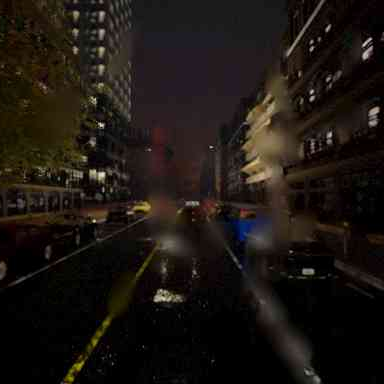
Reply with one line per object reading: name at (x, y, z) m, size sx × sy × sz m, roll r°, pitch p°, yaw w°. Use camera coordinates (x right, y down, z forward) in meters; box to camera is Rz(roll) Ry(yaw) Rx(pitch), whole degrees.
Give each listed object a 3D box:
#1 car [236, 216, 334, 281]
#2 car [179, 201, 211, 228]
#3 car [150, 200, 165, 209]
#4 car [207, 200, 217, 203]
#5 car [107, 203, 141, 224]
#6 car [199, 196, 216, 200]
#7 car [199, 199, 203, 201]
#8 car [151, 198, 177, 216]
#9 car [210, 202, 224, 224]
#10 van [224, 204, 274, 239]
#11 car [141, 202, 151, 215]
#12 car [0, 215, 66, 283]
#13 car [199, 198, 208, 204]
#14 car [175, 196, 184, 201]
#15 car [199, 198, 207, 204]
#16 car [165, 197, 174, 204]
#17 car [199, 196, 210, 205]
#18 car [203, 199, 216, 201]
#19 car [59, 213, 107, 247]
car at (2.700, 1.631, 9.898) m, size 2.008 × 1.369 × 4.403 m, roll 1°, pitch 0°, yaw 0°
car at (0.099, 1.668, 23.924) m, size 1.882 × 1.535 × 5.008 m, roll 0°, pitch 0°, yaw 0°
car at (-5.682, 1.981, 55.184) m, size 2.008 × 1.369 × 4.403 m, roll 1°, pitch 0°, yaw 0°
car at (2.711, 1.783, 32.693) m, size 1.752 × 1.417 × 4.829 m, roll 1°, pitch 0°, yaw 0°
car at (-5.681, 1.765, 26.904) m, size 2.008 × 1.369 × 4.403 m, roll 1°, pitch 0°, yaw 0°
car at (2.669, 1.702, 49.493) m, size 2.192 × 1.841 × 5.009 m, roll 1°, pitch 0°, yaw 0°
car at (0.097, 1.932, 42.217) m, size 1.895 × 1.301 × 4.718 m, roll 0°, pitch 0°, yaw 0°
car at (-3.097, 1.771, 37.366) m, size 1.882 × 1.535 × 5.008 m, roll 0°, pitch 0°, yaw 0°
car at (2.706, 1.779, 26.866) m, size 1.947 × 1.339 × 4.313 m, roll 1°, pitch 0°, yaw 0°
van at (2.703, 1.466, 15.556) m, size 1.690 × 1.788 × 3.998 m, roll 1°, pitch 0°, yaw 0°
car at (-5.681, 1.824, 38.046) m, size 1.752 × 1.417 × 4.829 m, roll 1°, pitch 0°, yaw 0°
car at (-5.680, 1.625, 9.934) m, size 1.887 × 1.381 × 4.507 m, roll 1°, pitch 0°, yaw 0°
car at (2.664, 2.168, 77.772) m, size 1.947 × 1.339 × 4.313 m, roll 1°, pitch 0°, yaw 0°
car at (-3.004, 1.808, 79.268) m, size 1.837 × 1.490 × 4.892 m, roll 0°, pitch 0°, yaw 0°
car at (2.664, 2.227, 83.429) m, size 1.802 × 1.307 × 4.206 m, roll 1°, pitch 0°, yaw 0°
car at (-5.681, 2.086, 83.466) m, size 1.967 × 1.590 × 4.097 m, roll 1°, pitch 0°, yaw 0°
car at (2.668, 1.875, 72.117) m, size 2.192 × 1.841 × 5.009 m, roll 1°, pitch 0°, yaw 0°
car at (2.665, 1.925, 43.835) m, size 1.802 × 1.307 × 4.206 m, roll 1°, pitch 0°, yaw 0°
car at (-5.680, 1.676, 15.590) m, size 2.008 × 1.369 × 4.403 m, roll 1°, pitch 0°, yaw 0°
